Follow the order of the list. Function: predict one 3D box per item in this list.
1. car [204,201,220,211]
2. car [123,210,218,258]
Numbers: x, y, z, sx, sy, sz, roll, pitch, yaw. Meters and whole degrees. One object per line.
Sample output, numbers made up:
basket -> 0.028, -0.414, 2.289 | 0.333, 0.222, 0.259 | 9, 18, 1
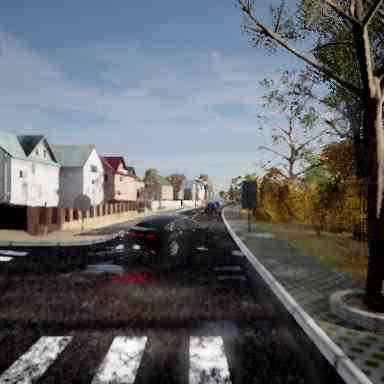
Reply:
car -> 2.977, 2.337, 51.624 | 1.812, 1.442, 4.674 | 0, -1, 6
car -> -0.731, 1.687, 13.631 | 1.837, 1.490, 4.892 | 3, 1, 30
